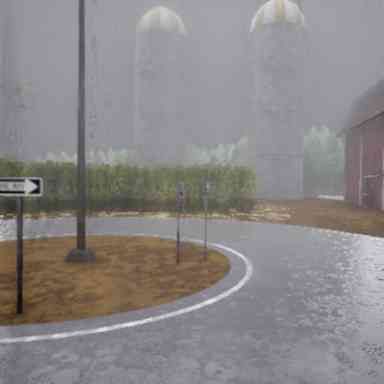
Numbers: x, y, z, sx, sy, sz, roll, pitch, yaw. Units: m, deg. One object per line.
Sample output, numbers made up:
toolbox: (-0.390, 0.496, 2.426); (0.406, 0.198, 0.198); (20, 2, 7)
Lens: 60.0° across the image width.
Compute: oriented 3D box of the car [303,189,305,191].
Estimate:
car: (20.291, 0.150, 62.261); (1.994, 1.381, 4.181); (1, 1, 9)
